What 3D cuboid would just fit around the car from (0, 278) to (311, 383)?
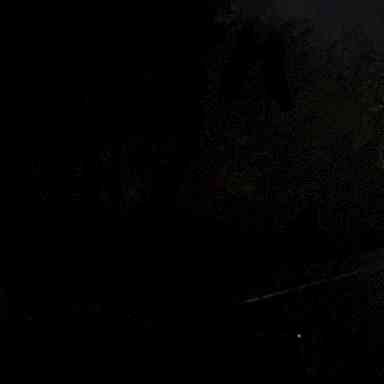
[{"bbox_3d":[-1.314,1.548,2.809,5.357,1.411,2.033,0,0,-35],"label":"car"}]
